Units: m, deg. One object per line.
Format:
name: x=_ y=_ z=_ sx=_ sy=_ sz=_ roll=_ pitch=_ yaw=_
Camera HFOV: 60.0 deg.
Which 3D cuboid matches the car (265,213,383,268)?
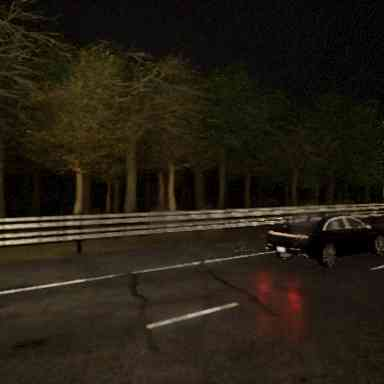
car: x=4.641 y=1.454 z=11.179 sx=4.902 sy=1.511 sz=2.128 roll=-1 pitch=0 yaw=-34
